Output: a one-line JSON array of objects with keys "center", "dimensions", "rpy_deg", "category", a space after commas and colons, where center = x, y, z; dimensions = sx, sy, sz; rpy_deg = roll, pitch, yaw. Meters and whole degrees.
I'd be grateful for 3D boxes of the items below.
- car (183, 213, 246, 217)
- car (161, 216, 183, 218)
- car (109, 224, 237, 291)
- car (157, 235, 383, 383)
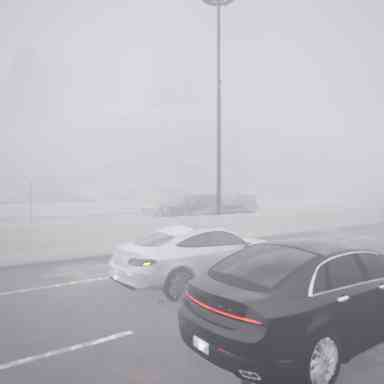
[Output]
[{"center": [2.098, 1.500, 22.685], "dimensions": [4.892, 1.490, 1.837], "rpy_deg": [0, 0, -35], "category": "car"}, {"center": [-0.042, 1.217, 25.459], "dimensions": [5.566, 2.045, 2.150], "rpy_deg": [0, 0, -35], "category": "car"}, {"center": [0.297, 1.524, 8.260], "dimensions": [4.674, 1.442, 1.812], "rpy_deg": [0, 0, -35], "category": "car"}, {"center": [2.075, 1.503, 5.230], "dimensions": [4.892, 1.490, 1.837], "rpy_deg": [0, 0, -35], "category": "car"}]
